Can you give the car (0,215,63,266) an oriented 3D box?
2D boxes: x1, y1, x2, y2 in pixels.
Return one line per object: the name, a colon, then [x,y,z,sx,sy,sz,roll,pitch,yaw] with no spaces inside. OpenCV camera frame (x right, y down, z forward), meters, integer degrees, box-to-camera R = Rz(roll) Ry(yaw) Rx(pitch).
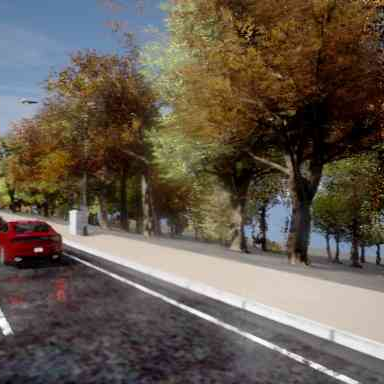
car: [-6.654,1.854,13.277,1.882,1.535,5.008,2,-2,-36]
